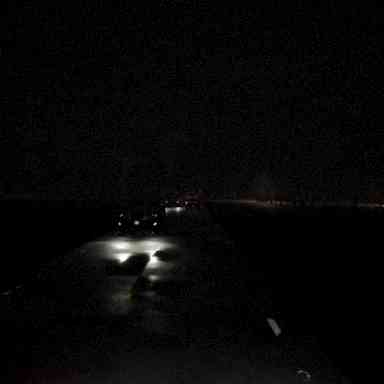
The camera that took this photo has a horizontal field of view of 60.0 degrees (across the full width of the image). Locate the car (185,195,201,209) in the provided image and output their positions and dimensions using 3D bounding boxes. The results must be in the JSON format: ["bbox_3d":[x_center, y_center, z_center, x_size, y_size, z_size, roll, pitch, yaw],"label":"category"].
[{"bbox_3d":[0.140,1.470,43.988,1.837,1.490,4.892,0,0,0],"label":"car"}]

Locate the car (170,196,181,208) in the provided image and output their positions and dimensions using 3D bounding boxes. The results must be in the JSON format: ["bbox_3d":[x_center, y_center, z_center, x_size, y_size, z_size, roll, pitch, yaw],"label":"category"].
[{"bbox_3d":[-2.733,1.310,48.153,2.097,1.767,4.553,0,0,1],"label":"car"}]

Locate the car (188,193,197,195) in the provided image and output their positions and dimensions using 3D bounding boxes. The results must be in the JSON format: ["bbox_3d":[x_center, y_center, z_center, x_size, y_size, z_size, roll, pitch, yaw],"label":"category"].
[{"bbox_3d":[0.057,1.151,63.499,2.150,2.045,5.566,0,0,0],"label":"car"}]

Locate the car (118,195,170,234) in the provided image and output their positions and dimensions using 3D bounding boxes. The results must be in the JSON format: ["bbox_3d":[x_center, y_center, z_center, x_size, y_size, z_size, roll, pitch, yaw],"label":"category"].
[{"bbox_3d":[-2.777,1.218,19.651,2.150,2.045,5.566,0,0,1],"label":"car"}]
